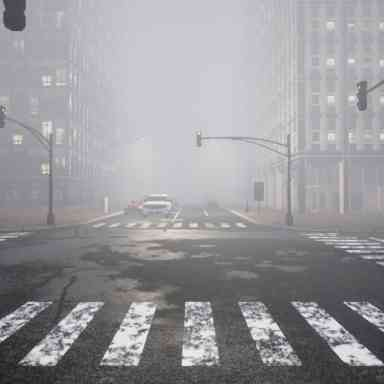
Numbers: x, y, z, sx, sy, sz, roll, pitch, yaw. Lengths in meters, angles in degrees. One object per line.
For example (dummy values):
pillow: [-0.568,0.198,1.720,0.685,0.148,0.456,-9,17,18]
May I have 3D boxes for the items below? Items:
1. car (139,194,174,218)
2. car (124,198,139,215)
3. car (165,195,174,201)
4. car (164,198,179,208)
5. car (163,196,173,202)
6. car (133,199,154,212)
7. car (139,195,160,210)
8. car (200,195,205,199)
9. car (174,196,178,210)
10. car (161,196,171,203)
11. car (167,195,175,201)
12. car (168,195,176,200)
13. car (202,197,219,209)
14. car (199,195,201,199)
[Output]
car: [-3.084,1.233,30.352,2.150,2.045,5.566,0,0,0]
car: [-5.659,1.453,33.788,1.967,1.590,4.097,1,0,0]
car: [-5.639,1.578,83.965,1.887,1.381,4.507,1,0,0]
car: [-3.072,1.583,50.317,1.994,1.385,4.181,0,0,0]
car: [-5.641,1.582,78.390,2.008,1.369,4.403,1,0,0]
car: [-5.659,1.597,39.364,1.802,1.307,4.206,1,0,0]
car: [-5.651,1.332,44.939,2.192,1.841,5.009,1,0,0]
car: [2.730,1.547,56.323,1.752,1.417,4.829,1,0,0]
car: [-3.079,1.541,40.275,1.812,1.442,4.674,0,0,0]
car: [-5.644,1.573,72.814,1.887,1.381,4.507,1,0,0]
car: [-5.636,1.587,89.540,2.008,1.369,4.403,1,0,0]
car: [-5.634,1.605,95.115,1.947,1.339,4.313,1,0,0]
car: [2.723,1.599,44.997,1.802,1.307,4.206,1,0,0]
car: [2.731,1.590,61.730,1.947,1.339,4.313,1,0,0]
